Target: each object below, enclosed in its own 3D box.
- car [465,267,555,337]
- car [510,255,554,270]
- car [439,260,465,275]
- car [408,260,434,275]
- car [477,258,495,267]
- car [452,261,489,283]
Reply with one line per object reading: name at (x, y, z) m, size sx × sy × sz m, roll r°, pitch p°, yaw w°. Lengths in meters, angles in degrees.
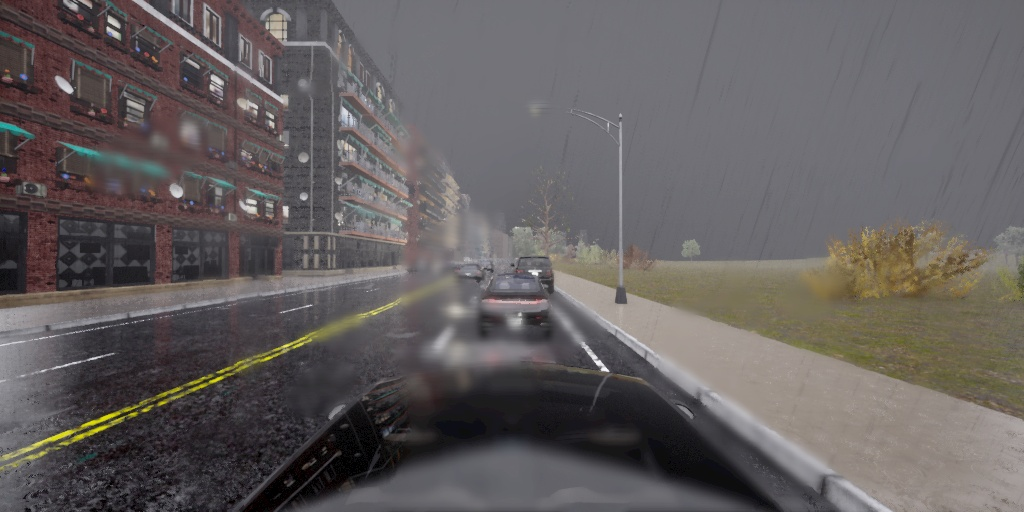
car at (0.092, 1.242, 10.292) m, size 2.128 × 1.511 × 4.902 m, roll 0°, pitch 0°, yaw 0°
car at (1.120, 0.976, 20.162) m, size 2.150 × 2.045 × 5.566 m, roll 0°, pitch 0°, yaw 0°
car at (-6.639, 1.350, 39.236) m, size 1.895 × 1.301 × 4.718 m, roll 0°, pitch 0°, yaw 0°
car at (-9.888, 1.254, 39.253) m, size 1.837 × 1.490 × 4.892 m, roll 0°, pitch 0°, yaw 0°
car at (-3.192, 1.296, 44.556) m, size 2.033 × 1.411 × 5.357 m, roll 0°, pitch 0°, yaw 0°
car at (-3.177, 1.313, 28.119) m, size 1.994 × 1.385 × 4.181 m, roll 0°, pitch 0°, yaw 0°
